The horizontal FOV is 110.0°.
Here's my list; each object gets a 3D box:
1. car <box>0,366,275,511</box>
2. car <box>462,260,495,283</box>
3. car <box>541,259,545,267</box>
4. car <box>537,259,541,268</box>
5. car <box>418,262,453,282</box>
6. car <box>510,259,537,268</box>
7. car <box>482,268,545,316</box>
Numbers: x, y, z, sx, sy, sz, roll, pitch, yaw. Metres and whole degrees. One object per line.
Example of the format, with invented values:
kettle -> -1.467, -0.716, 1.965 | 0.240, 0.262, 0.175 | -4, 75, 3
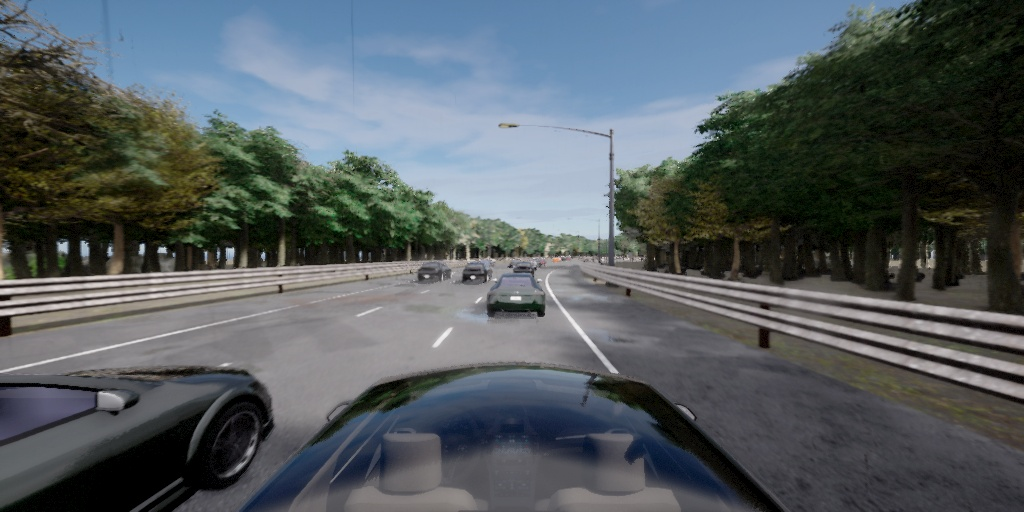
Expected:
car -> -3.411, 1.307, 1.919 | 1.994, 1.385, 4.181 | 0, 0, 0
car -> -2.621, 1.256, 27.895 | 1.837, 1.490, 4.892 | 0, 0, 4
car -> 4.001, 1.253, 60.547 | 2.128, 1.511, 4.902 | 0, 0, 8
car -> 2.545, 1.366, 48.622 | 1.895, 1.301, 4.718 | 0, 0, 6
car -> -6.087, 1.250, 28.765 | 1.837, 1.490, 4.892 | 0, 0, 4
car -> 1.128, 1.265, 32.622 | 1.837, 1.490, 4.892 | 0, 0, 4
car -> 0.185, 1.318, 13.406 | 1.994, 1.385, 4.181 | 0, 0, 2
